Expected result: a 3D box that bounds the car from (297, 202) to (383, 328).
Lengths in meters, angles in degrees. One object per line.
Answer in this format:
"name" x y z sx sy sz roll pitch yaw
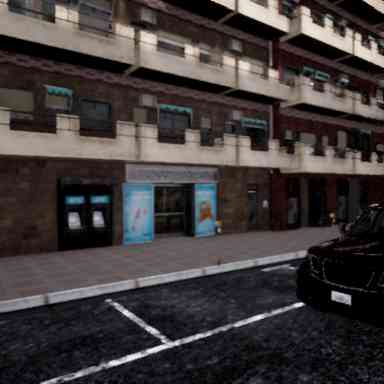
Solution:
"car" 4.484 1.219 6.561 5.566 2.045 2.150 0 0 -35
